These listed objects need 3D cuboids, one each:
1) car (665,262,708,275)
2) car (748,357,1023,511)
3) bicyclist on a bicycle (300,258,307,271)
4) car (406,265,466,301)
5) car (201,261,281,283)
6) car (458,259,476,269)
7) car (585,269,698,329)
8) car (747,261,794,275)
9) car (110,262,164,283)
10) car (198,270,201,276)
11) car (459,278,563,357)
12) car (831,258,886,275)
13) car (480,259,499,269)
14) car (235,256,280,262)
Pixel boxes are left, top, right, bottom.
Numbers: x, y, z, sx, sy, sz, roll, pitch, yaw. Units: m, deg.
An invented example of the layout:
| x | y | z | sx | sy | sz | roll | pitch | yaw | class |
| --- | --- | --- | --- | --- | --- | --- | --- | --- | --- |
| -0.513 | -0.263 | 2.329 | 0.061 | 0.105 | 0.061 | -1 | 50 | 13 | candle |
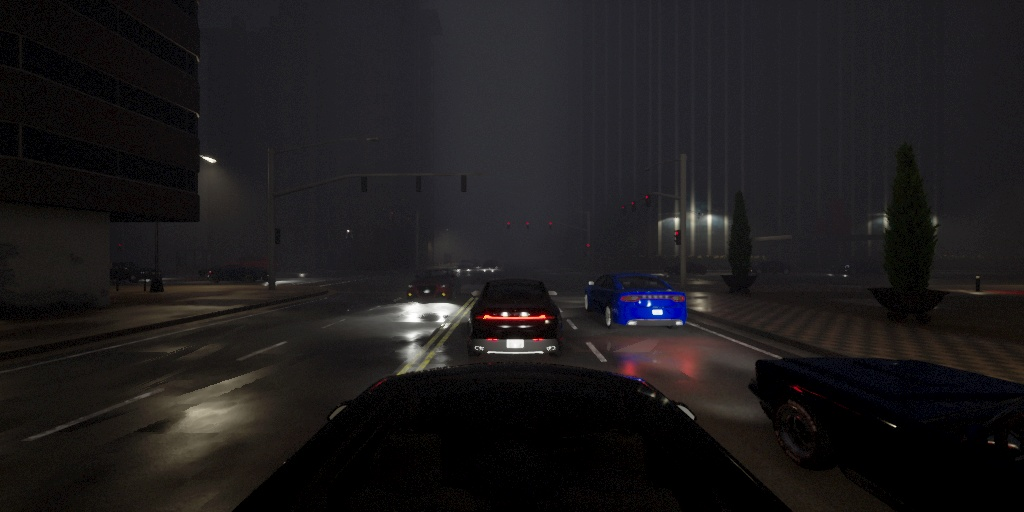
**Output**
| x | y | z | sx | sy | sz | roll | pitch | yaw | class |
| --- | --- | --- | --- | --- | --- | --- | --- | --- | --- |
| 18.700 | 1.314 | 38.606 | 4.181 | 1.385 | 1.994 | 0 | 0 | -1 | car |
| 3.601 | 1.351 | 1.899 | 1.895 | 1.301 | 4.718 | 0 | 0 | 0 | car |
| -26.427 | 1.051 | 45.427 | 0.582 | 1.620 | 1.656 | 0 | 0 | -1 | bicyclist on a bicycle |
| -3.603 | 1.314 | 17.154 | 1.994 | 1.385 | 4.181 | 0 | 0 | 0 | car |
| -20.686 | 1.314 | 27.504 | 4.181 | 1.385 | 1.994 | 0 | 0 | -1 | car |
| -7.100 | 1.275 | 55.289 | 1.812 | 1.442 | 4.674 | 0 | 0 | 0 | car |
| 3.573 | 1.228 | 11.244 | 1.882 | 1.535 | 5.008 | 0 | 0 | 0 | car |
| 27.552 | 1.255 | 38.697 | 4.892 | 1.490 | 1.837 | 0 | 0 | -1 | car |
| -29.607 | 1.241 | 27.418 | 4.902 | 1.511 | 2.128 | 0 | 0 | 0 | car |
| -24.040 | 1.351 | 30.970 | 4.718 | 1.301 | 1.895 | 0 | 0 | -1 | car |
| 0.060 | 1.255 | 8.555 | 1.837 | 1.490 | 4.892 | 0 | 0 | 0 | car |
| 37.385 | 1.102 | 38.787 | 4.553 | 1.767 | 2.097 | 0 | 0 | 0 | car |
| -3.600 | 1.314 | 57.160 | 1.994 | 1.385 | 4.181 | 0 | 0 | 0 | car |
| -27.643 | 0.971 | 38.077 | 5.566 | 2.045 | 2.150 | 0 | 0 | 0 | car |
